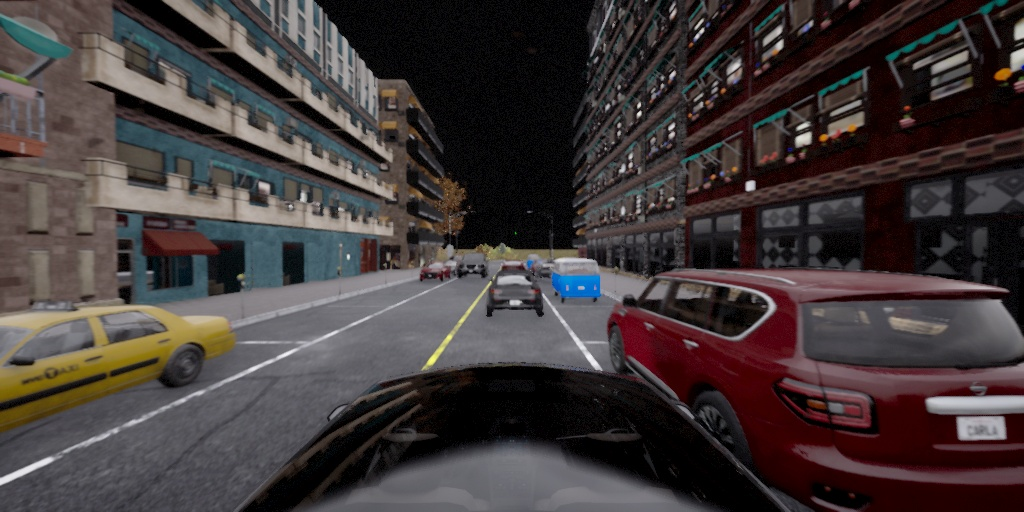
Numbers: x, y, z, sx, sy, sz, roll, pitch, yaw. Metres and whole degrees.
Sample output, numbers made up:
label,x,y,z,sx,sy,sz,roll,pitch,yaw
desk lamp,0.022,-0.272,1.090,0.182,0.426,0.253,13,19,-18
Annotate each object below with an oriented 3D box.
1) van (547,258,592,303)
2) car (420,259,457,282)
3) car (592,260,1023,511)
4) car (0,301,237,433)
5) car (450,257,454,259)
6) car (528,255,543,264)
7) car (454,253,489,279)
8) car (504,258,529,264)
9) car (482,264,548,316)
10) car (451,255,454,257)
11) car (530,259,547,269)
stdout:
label,x,y,z,sx,sy,sz,roll,pitch,yaw
van,2.696,0.990,15.767,1.690,1.789,3.998,0,0,0
car,-5.681,1.110,27.052,1.888,1.381,4.507,0,0,0
car,2.691,1.045,4.438,2.192,1.841,5.009,0,0,0
car,-5.690,1.257,4.220,1.751,1.417,4.829,0,0,0
car,-5.679,1.071,32.717,2.007,1.370,4.403,0,0,0
car,2.702,0.959,32.763,1.967,1.591,4.097,0,0,0
car,-3.089,0.767,29.690,2.150,2.045,5.566,0,0,0
car,0.100,1.029,28.727,1.882,1.535,5.008,0,0,0
car,0.086,1.196,12.902,1.812,1.442,4.674,0,0,0
car,-5.677,0.790,38.382,2.192,1.841,5.009,0,0,0
car,2.700,1.114,27.098,2.007,1.370,4.403,0,0,0
